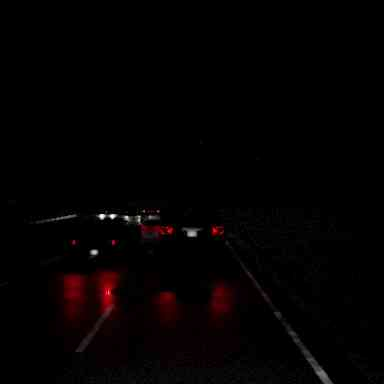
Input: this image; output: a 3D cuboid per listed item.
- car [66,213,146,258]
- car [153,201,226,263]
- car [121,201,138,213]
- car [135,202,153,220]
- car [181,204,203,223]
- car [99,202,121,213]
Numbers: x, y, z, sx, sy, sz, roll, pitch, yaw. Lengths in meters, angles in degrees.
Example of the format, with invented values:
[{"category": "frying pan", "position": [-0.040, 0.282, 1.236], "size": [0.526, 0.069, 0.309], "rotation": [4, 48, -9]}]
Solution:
[{"category": "car", "position": [-3.228, 1.729, 13.260], "size": [1.895, 1.301, 4.718], "rotation": [0, -1, 1]}, {"category": "car", "position": [0.015, 1.346, 12.574], "size": [2.150, 2.045, 5.566], "rotation": [0, 0, 0]}, {"category": "car", "position": [-6.520, 1.857, 38.829], "size": [1.882, 1.535, 5.008], "rotation": [0, -1, 1]}, {"category": "car", "position": [-3.223, 1.771, 28.521], "size": [2.128, 1.511, 4.902], "rotation": [0, 0, 0]}, {"category": "car", "position": [0.031, 1.807, 28.916], "size": [1.812, 1.442, 4.674], "rotation": [0, 0, 1]}, {"category": "car", "position": [-9.752, 1.944, 40.553], "size": [2.033, 1.411, 5.357], "rotation": [0, -1, 0]}]
